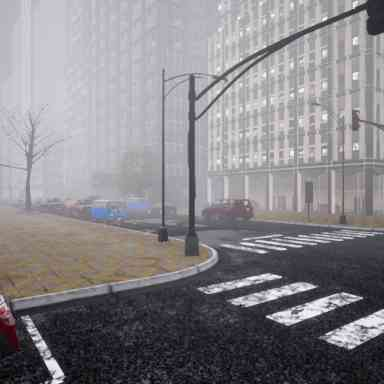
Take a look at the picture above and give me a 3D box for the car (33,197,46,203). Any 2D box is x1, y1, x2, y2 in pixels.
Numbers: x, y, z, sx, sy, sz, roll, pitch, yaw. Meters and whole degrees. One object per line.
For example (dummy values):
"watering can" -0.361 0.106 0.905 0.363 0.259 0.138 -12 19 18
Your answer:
"car" -39.084 2.063 85.088 1.882 1.535 5.008 0 0 -36

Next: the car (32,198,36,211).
"car" -20.168 1.745 44.773 1.967 1.590 4.097 0 0 -36

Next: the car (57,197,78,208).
"car" -20.780 1.721 55.202 2.097 1.767 4.553 0 0 -36

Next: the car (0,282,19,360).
"car" -4.240 1.440 3.532 4.097 1.590 1.967 0 0 -36

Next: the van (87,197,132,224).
"van" -6.646 1.499 26.428 1.690 1.788 3.998 0 0 -36

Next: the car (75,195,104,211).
"car" -14.473 1.524 46.717 2.150 2.045 5.566 0 0 -36

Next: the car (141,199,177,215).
"car" -3.276 1.758 35.981 2.008 1.369 4.403 0 0 -36

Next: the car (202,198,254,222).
"car" 2.900 1.454 27.602 2.192 1.841 5.009 0 0 -36

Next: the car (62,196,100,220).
"car" -10.027 1.510 31.014 2.192 1.841 5.009 0 0 -36

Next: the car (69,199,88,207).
"car" -20.179 1.940 58.913 2.008 1.369 4.403 0 0 -36

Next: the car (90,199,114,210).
"car" -13.519 1.844 49.878 1.752 1.417 4.829 0 0 -36

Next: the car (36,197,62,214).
"car" -16.788 1.584 40.187 2.192 1.841 5.009 0 0 -36

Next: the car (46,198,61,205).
"car" -30.322 2.061 72.673 1.947 1.339 4.313 0 0 -36

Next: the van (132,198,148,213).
"van" -6.658 1.586 40.568 1.690 1.788 3.998 0 0 -36

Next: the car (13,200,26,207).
"car" -30.309 1.994 58.532 1.802 1.307 4.206 0 0 -36

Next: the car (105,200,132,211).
"car" -10.037 1.847 45.154 1.947 1.339 4.313 0 0 -36
